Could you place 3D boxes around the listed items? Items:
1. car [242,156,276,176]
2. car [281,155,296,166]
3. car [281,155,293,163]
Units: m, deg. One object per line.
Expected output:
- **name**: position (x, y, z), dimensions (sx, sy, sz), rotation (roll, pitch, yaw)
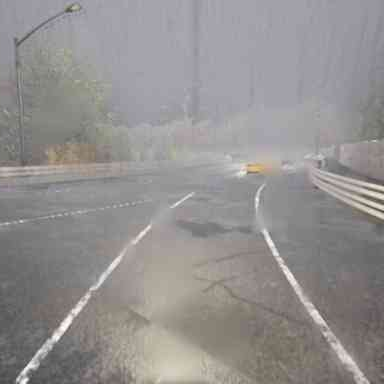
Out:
- **car**: position (6.810, -2.489, 32.600), dimensions (1.882, 1.535, 5.008), rotation (4, 8, 28)
- **car**: position (15.116, -4.909, 51.897), dimensions (2.128, 1.511, 4.902), rotation (2, 7, 18)
- **car**: position (18.552, -6.472, 64.908), dimensions (1.812, 1.442, 4.674), rotation (1, 6, 11)
